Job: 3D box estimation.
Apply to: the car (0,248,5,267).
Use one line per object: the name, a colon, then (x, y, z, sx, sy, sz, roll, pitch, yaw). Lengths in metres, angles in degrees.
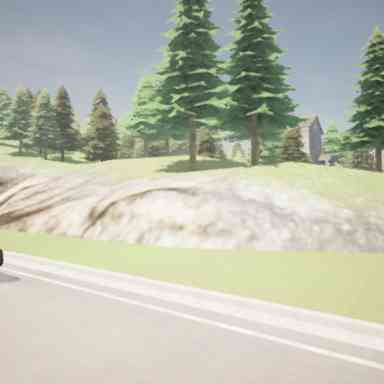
car: (-7.193, 1.682, 9.142, 4.718, 1.301, 1.895, -1, 0, 36)
